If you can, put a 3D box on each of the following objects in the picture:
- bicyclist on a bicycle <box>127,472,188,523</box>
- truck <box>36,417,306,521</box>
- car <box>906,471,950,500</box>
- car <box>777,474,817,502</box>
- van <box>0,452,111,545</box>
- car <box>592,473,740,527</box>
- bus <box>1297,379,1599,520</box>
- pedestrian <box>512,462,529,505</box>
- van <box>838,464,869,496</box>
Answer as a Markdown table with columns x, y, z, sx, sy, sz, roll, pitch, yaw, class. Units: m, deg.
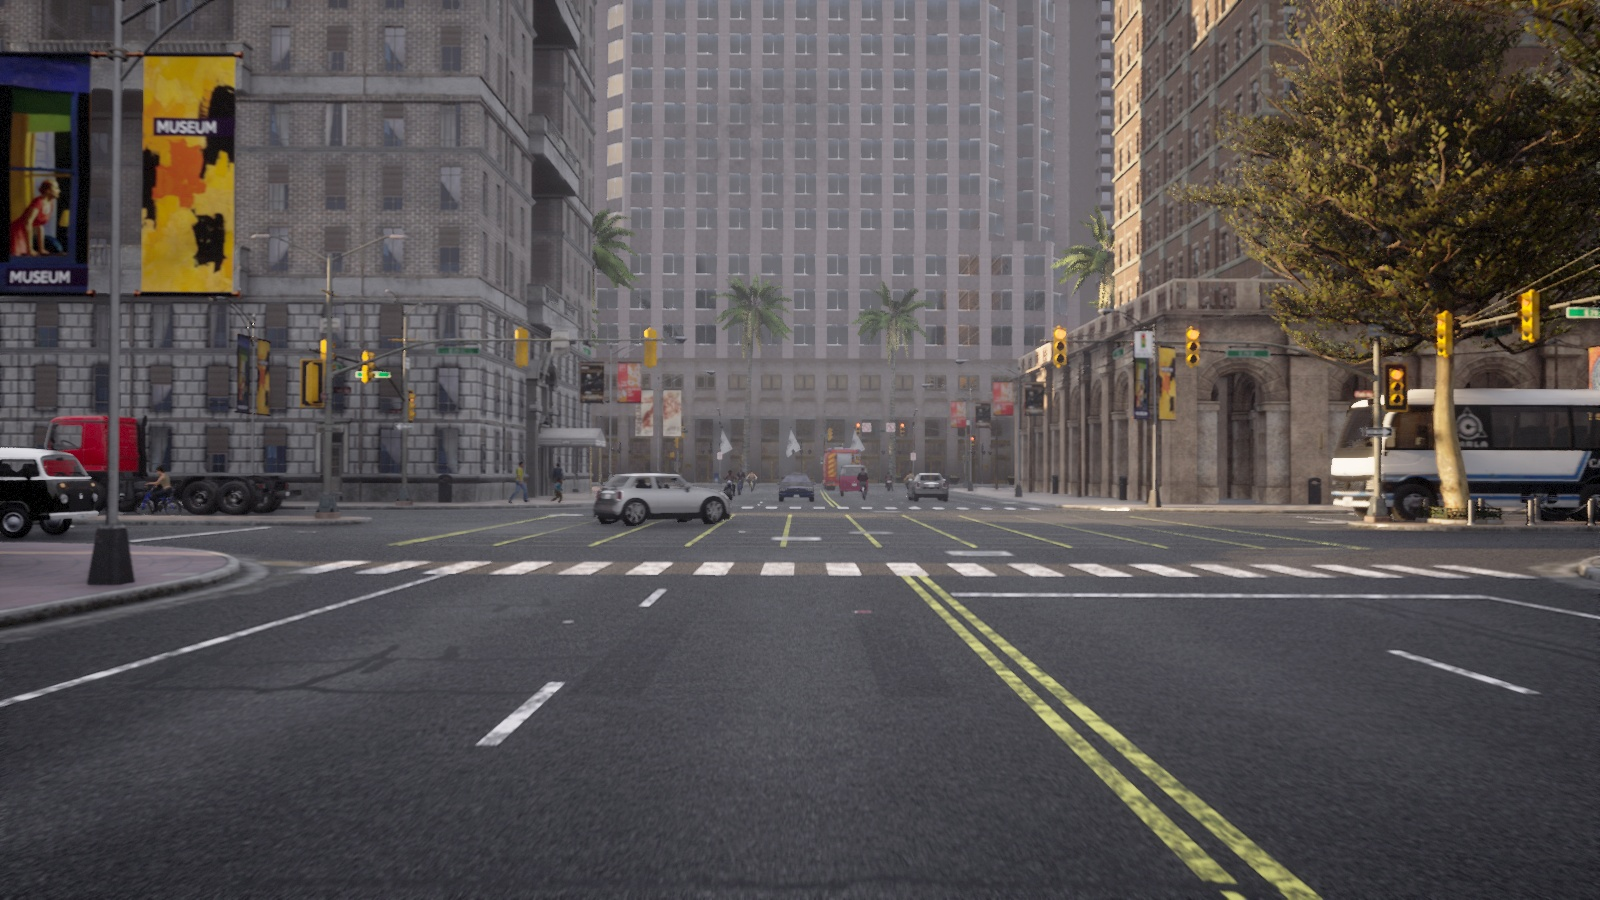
| x | y | z | sx | sy | sz | roll | pitch | yaw | class |
| --- | --- | --- | --- | --- | --- | --- | --- | --- | --- |
| -20.586 | 1.510 | 40.228 | 1.509 | 1.612 | 0.866 | 0 | -1 | 0 | bicyclist on a bicycle |
| -21.749 | 0.655 | 43.744 | 7.936 | 3.462 | 2.891 | 0 | -1 | 0 | truck |
| 6.832 | 1.883 | 67.269 | 1.970 | 1.475 | 3.806 | 0 | -1 | 0 | car |
| -0.165 | 1.970 | 65.878 | 2.033 | 1.411 | 5.357 | 0 | -1 | 0 | car |
| -18.598 | 1.096 | 28.758 | 4.480 | 2.038 | 2.069 | 0 | -1 | 0 | van |
| -3.884 | 1.409 | 36.492 | 3.806 | 1.475 | 1.970 | 0 | -1 | -35 | car |
| 21.814 | 0.025 | 40.104 | 10.273 | 4.253 | 3.944 | 0 | -1 | 1 | bus |
| -11.804 | 1.410 | 53.056 | 0.706 | 1.836 | 0.354 | 0 | -1 | -13 | pedestrian |
| 3.380 | 1.894 | 79.715 | 1.775 | 1.987 | 4.442 | 0 | -1 | 0 | van |
